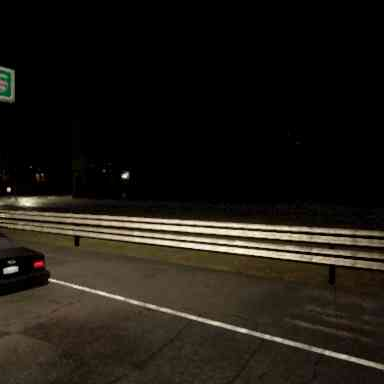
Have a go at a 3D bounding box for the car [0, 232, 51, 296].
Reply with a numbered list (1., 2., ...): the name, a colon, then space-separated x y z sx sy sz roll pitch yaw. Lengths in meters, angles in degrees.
1. car: -5.609 1.599 8.021 5.357 1.411 2.033 0 0 36
